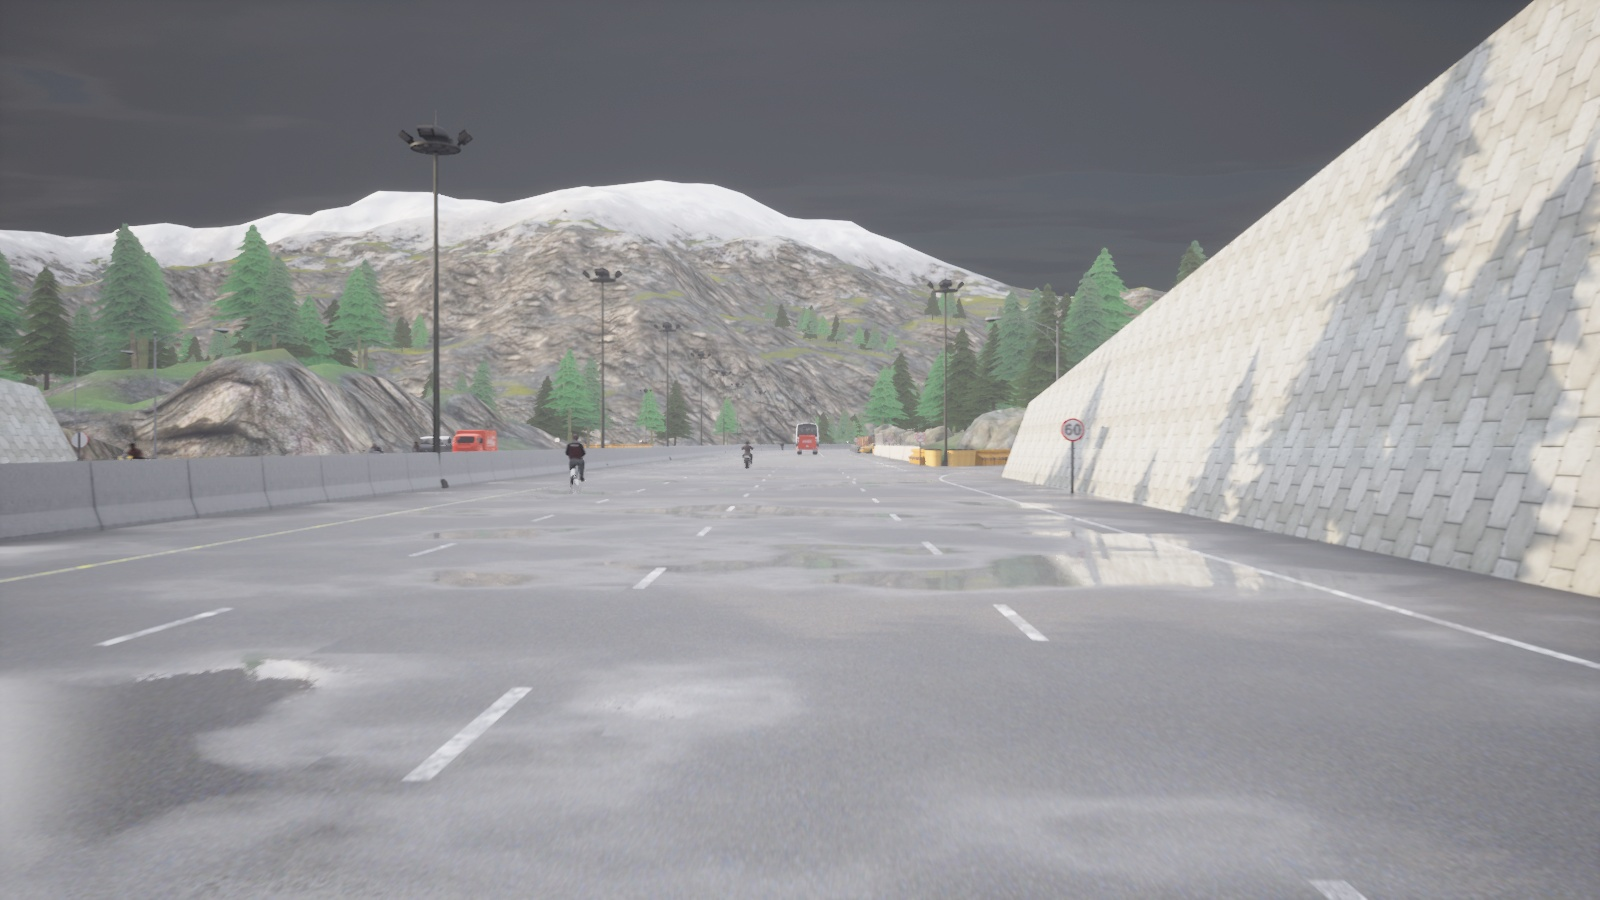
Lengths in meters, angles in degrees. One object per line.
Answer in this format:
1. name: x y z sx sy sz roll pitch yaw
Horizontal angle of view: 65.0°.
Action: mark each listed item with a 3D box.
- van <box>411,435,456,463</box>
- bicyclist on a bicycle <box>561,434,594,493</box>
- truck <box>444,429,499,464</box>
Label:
1. van: -27.449 -0.083 94.168 2.069 2.038 4.480 0 0 0
2. bicyclist on a bicycle: -6.767 0.396 38.216 0.659 1.776 1.843 0 0 0
3. truck: -23.961 -0.279 91.929 2.627 2.467 5.204 0 0 0
